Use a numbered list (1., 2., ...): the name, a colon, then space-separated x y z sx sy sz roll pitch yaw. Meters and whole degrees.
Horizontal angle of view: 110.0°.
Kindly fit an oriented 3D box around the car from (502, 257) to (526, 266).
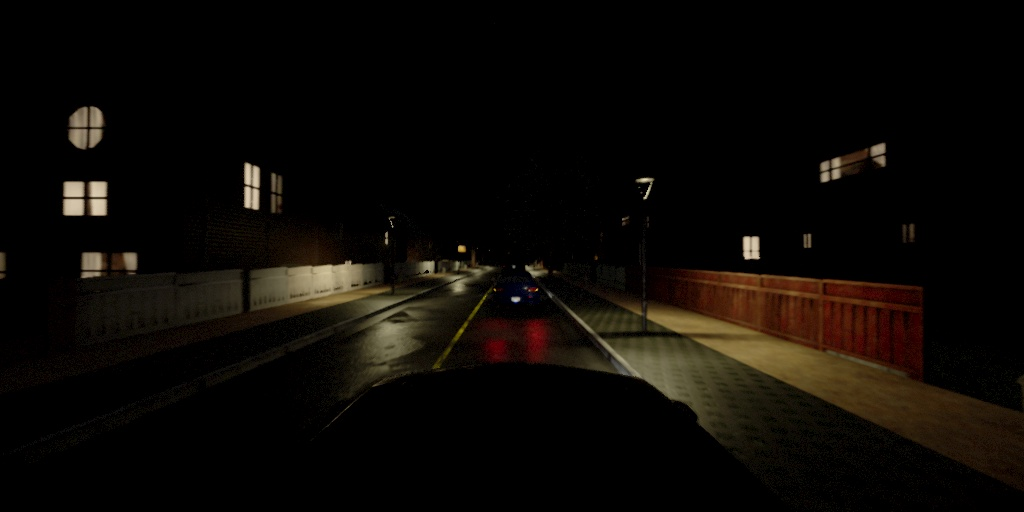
1. car: 0.185 1.104 35.706 2.150 2.045 5.566 0 0 0

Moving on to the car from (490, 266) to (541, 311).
1. car: 0.131 1.299 14.435 1.812 1.442 4.674 0 0 0
